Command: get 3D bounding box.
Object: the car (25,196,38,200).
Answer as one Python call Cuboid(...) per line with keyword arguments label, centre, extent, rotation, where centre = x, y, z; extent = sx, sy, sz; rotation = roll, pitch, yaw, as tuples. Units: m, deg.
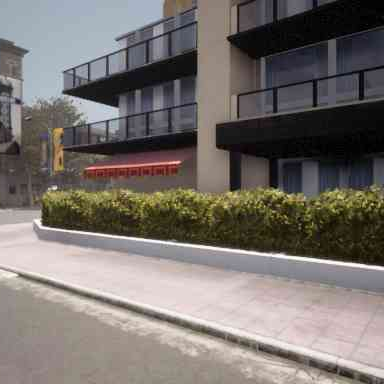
Cuboid(label="car", centre=(-34.532, 1.481, 68.325), extent=(4.892, 1.521, 2.231), rotation=(0, 0, 37))
